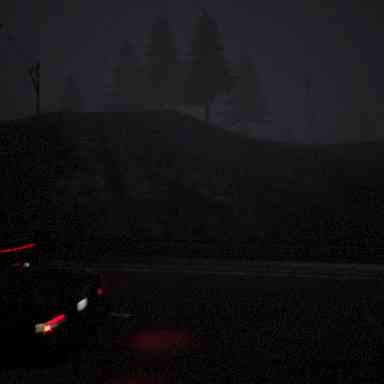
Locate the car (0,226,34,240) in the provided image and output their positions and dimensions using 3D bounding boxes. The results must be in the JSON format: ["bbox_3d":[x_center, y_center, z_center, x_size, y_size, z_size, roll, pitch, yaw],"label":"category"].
[{"bbox_3d":[-6.528,1.585,8.701,4.892,1.490,1.837,-1,0,8],"label":"car"}]

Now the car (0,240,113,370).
[{"bbox_3d":[-3.965,1.594,4.865,5.357,1.411,2.033,-1,0,8],"label":"car"}]
